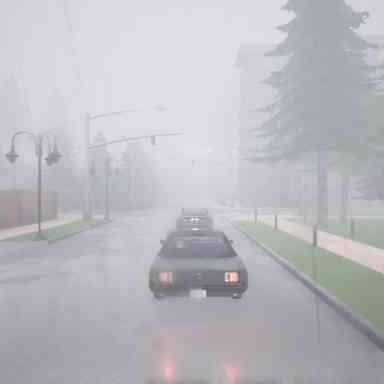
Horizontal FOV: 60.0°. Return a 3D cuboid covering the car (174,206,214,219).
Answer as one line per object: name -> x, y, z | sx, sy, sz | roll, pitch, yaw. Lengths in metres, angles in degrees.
car -> 0.131, 1.505, 17.650 | 1.837, 1.490, 4.892 | 0, 0, 0

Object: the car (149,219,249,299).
car -> 0.119, 1.601, 8.388 | 1.895, 1.301, 4.718 | 0, 0, 0
